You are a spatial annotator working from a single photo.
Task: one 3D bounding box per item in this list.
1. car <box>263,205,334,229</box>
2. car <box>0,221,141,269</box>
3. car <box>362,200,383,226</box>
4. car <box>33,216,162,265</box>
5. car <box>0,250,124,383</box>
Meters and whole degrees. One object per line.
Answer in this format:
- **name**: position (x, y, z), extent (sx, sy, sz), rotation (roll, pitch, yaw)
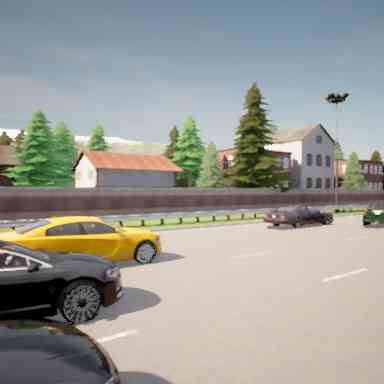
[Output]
- **car**: position (7.014, 1.525, 21.656), extent (5.357, 1.411, 2.033), rotation (0, 0, -36)
- **car**: position (-3.580, 1.491, 5.490), extent (4.902, 1.511, 2.128), rotation (0, 0, -36)
- **car**: position (13.179, 1.324, 21.755), extent (4.553, 1.767, 2.097), rotation (0, 0, -36)
- **car**: position (-3.271, 1.474, 10.014), extent (5.008, 1.535, 1.882), rotation (0, 0, -36)
- **car**: position (-2.780, 1.493, 1.763), extent (4.902, 1.511, 2.128), rotation (0, 0, -36)
